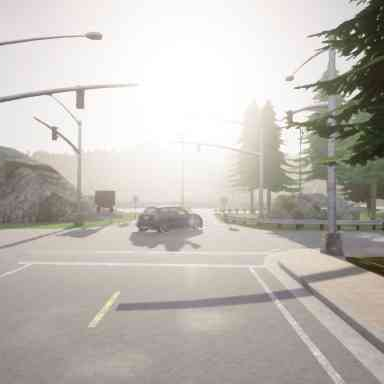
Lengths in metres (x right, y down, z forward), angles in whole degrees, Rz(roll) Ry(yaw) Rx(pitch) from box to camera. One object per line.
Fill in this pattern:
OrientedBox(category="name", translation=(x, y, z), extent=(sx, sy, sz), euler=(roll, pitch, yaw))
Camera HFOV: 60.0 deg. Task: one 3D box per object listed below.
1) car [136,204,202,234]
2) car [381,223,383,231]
OrientedBox(category="car", translation=(-1.359, 1.653, 21.702), extent=(2.097, 1.767, 4.553), euler=(-1, -1, 42))
OrientedBox(category="car", translation=(15.025, 2.060, 21.076), extent=(5.357, 1.411, 2.033), euler=(0, -1, -2))
